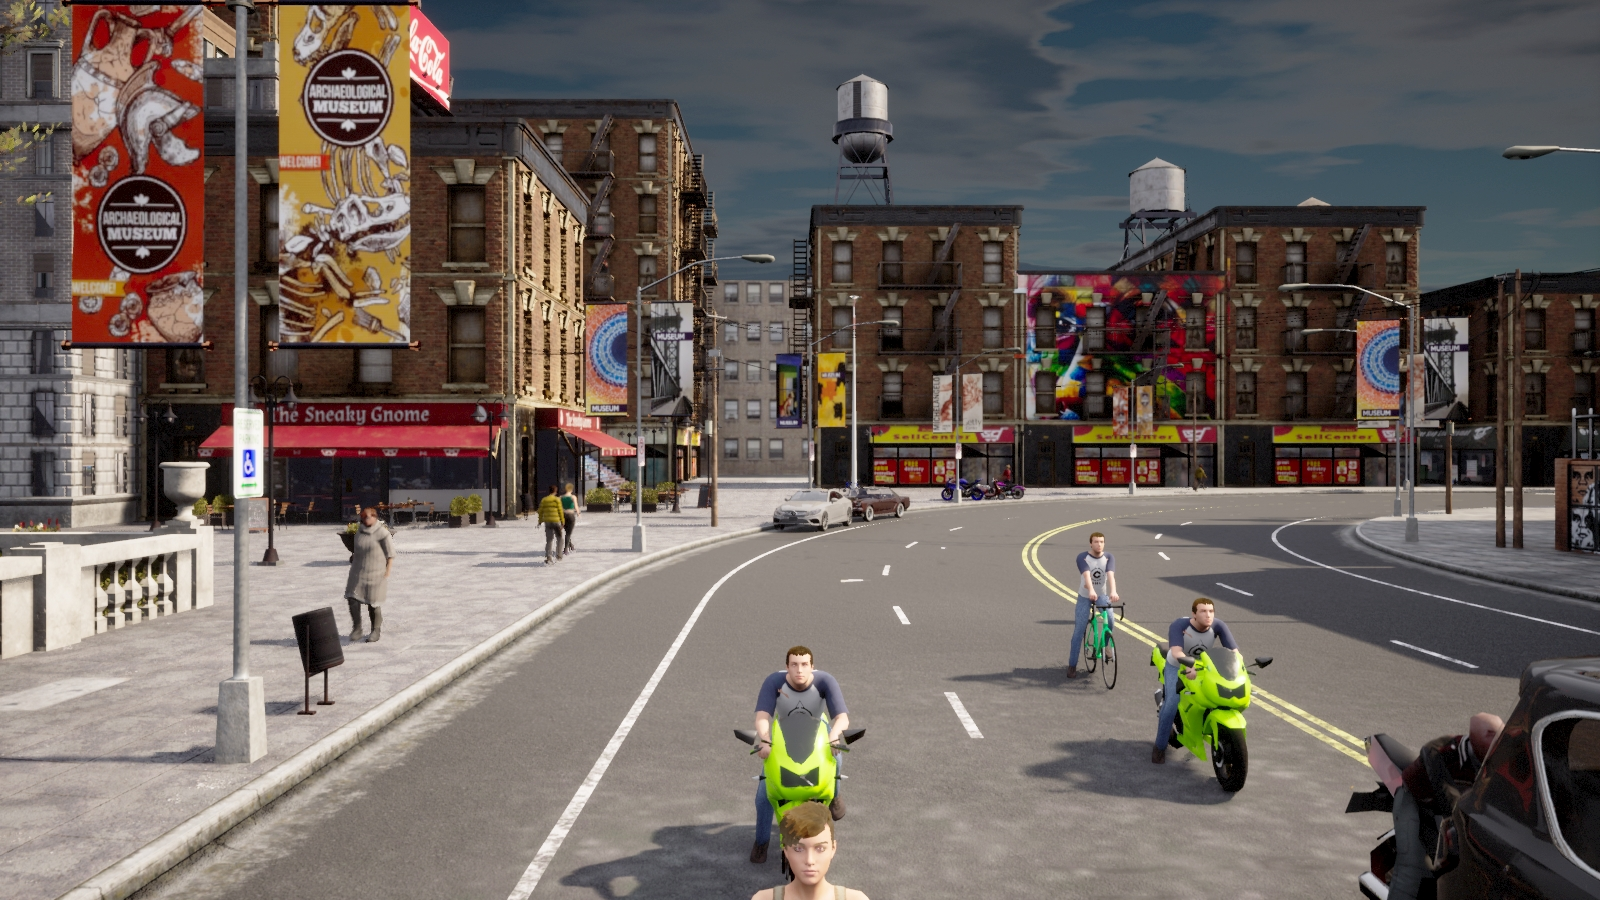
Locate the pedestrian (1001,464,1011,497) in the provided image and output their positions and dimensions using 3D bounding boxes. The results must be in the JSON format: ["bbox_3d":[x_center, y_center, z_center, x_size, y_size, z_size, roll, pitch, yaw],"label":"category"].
[{"bbox_3d":[11.634,1.723,64.609,0.375,1.860,0.375,0,0,-34],"label":"pedestrian"}]

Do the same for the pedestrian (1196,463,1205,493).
[{"bbox_3d":[25.049,1.723,71.486,0.375,1.860,0.375,0,0,-18],"label":"pedestrian"}]

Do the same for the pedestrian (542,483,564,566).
[{"bbox_3d":[-5.688,1.707,26.302,0.375,1.860,0.375,0,0,12],"label":"pedestrian"}]

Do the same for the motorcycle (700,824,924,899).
[{"bbox_3d":[0.039,2.172,3.492,0.764,1.277,2.356,0,0,0],"label":"motorcycle"}]

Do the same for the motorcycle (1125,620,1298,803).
[{"bbox_3d":[3.536,2.217,10.038,0.803,1.145,2.033,0,0,0],"label":"motorcycle"}]

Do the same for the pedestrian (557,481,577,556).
[{"bbox_3d":[-5.845,1.709,28.643,0.375,1.860,0.375,0,0,9],"label":"pedestrian"}]

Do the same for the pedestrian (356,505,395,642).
[{"bbox_3d":[-5.903,1.703,15.889,0.375,1.860,0.375,0,0,8],"label":"pedestrian"}]

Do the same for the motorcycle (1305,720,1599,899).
[{"bbox_3d":[3.502,2.238,5.849,0.867,1.251,2.209,1,-2,0],"label":"motorcycle"}]

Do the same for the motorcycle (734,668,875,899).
[{"bbox_3d":[0.030,2.215,7.575,0.803,1.145,2.033,0,0,0],"label":"motorcycle"}]

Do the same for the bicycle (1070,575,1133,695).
[{"bbox_3d":[3.650,2.212,13.929,0.373,1.196,1.643,0,0,1],"label":"bicycle"}]

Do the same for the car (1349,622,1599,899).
[{"bbox_3d":[3.469,1.781,2.202,2.150,2.045,5.566,0,0,0],"label":"car"}]
